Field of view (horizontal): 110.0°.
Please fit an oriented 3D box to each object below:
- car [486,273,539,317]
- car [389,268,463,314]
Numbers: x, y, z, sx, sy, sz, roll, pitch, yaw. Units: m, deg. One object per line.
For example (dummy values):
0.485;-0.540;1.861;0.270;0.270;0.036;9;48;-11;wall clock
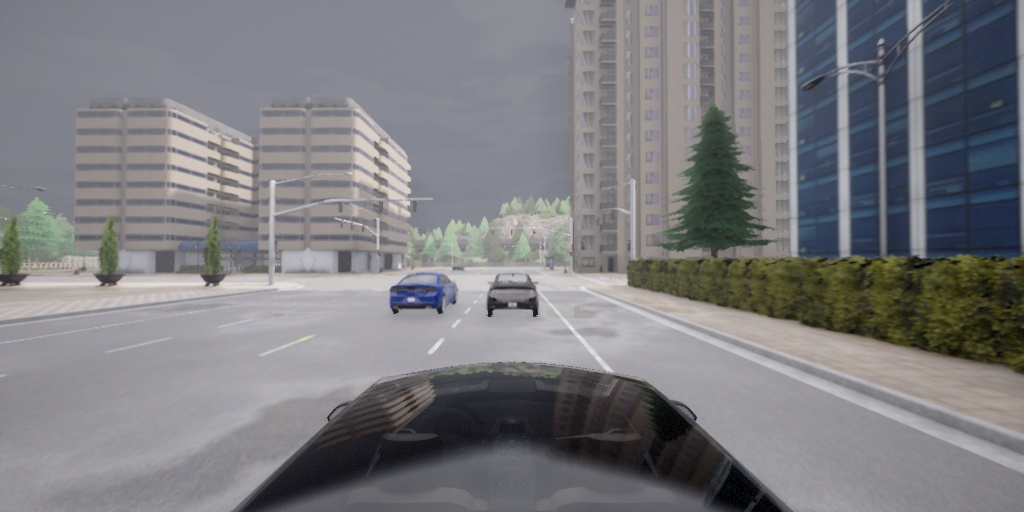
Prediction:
0.042;1.414;14.137;2.128;1.511;4.902;0;-1;1;car
-3.453;1.410;14.828;1.882;1.535;5.008;0;-1;1;car
